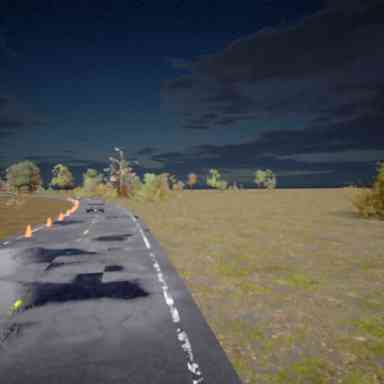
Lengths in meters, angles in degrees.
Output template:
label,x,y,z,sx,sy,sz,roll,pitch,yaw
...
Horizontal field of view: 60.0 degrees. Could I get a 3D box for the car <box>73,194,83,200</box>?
label,x,y,z,sx,sy,sz,roll,pitch,yaw
car,-29.847,1.291,87.010,2.128,1.511,4.902,0,0,-27

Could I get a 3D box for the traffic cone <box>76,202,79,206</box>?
label,x,y,z,sx,sy,sz,roll,pitch,yaw
traffic cone,-14.289,1.880,40.890,0.340,0.580,0.340,0,0,-17

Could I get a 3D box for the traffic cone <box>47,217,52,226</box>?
label,x,y,z,sx,sy,sz,roll,pitch,yaw
traffic cone,-9.325,1.928,21.714,0.340,0.580,0.340,0,0,-13

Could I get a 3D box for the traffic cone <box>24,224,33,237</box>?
label,x,y,z,sx,sy,sz,roll,pitch,yaw
traffic cone,-8.271,1.940,16.854,0.340,0.580,0.340,0,0,-12

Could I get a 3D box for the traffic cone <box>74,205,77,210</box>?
label,x,y,z,sx,sy,sz,roll,pitch,yaw
traffic cone,-12.923,1.892,36.129,0.340,0.580,0.340,0,0,-16

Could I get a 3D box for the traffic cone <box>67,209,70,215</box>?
label,x,y,z,sx,sy,sz,roll,pitch,yaw
traffic cone,-11.641,1.904,31.345,0.340,0.580,0.340,0,0,-15

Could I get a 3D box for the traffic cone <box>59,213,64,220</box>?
label,x,y,z,sx,sy,sz,roll,pitch,yaw
traffic cone,-10.441,1.916,26.540,0.340,0.580,0.340,0,0,-14

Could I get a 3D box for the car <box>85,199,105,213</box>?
label,x,y,z,sx,sy,sz,roll,pitch,yaw
car,-10.365,1.471,35.794,2.033,1.411,5.357,0,0,-15
